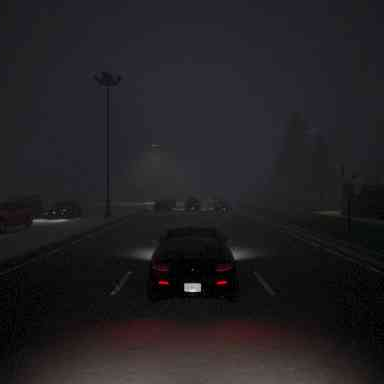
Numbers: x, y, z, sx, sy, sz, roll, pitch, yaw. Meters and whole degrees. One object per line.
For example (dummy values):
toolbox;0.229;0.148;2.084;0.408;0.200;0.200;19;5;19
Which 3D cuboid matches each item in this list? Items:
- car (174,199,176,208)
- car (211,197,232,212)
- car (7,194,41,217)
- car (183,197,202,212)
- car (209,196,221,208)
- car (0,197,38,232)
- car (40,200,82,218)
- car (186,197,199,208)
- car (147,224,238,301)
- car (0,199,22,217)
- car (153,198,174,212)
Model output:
car;-3.401;1.564;49.235;1.994;1.385;4.181;0;0;0
car;3.579;1.601;39.247;1.895;1.301;4.718;0;0;0
car;-14.942;1.221;28.776;2.150;2.045;5.566;0;0;0
car;0.078;1.505;38.808;1.837;1.490;4.892;0;0;0
car;3.599;1.352;49.191;2.097;1.767;4.553;0;0;0
car;-11.465;1.352;19.841;2.097;1.767;4.553;0;0;0
car;-11.439;1.505;30.015;1.837;1.490;4.892;0;0;0
car;0.099;1.505;49.228;1.837;1.490;4.892;0;0;0
car;0.017;1.526;8.198;1.812;1.442;4.674;0;0;0
car;-18.436;1.505;31.840;1.837;1.490;4.892;0;0;0
car;-3.421;1.526;39.232;1.812;1.442;4.674;0;0;0
